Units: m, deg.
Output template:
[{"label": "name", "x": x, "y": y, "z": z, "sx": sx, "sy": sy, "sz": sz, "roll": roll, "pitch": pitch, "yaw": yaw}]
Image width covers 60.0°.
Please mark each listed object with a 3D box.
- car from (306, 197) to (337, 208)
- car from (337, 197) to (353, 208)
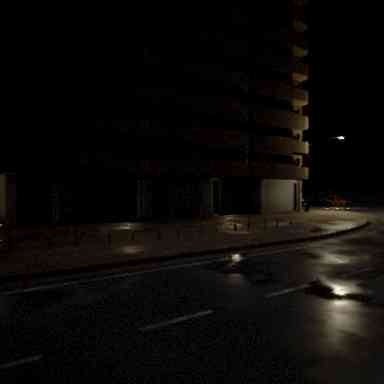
[{"label": "car", "x": 18.401, "y": 1.526, "z": 48.329, "sx": 1.812, "sy": 1.442, "sz": 4.674, "roll": 0, "pitch": 0, "yaw": -16}, {"label": "car", "x": 21.651, "y": 1.479, "z": 49.630, "sx": 1.882, "sy": 1.535, "sz": 5.008, "roll": 0, "pitch": 0, "yaw": -17}]
